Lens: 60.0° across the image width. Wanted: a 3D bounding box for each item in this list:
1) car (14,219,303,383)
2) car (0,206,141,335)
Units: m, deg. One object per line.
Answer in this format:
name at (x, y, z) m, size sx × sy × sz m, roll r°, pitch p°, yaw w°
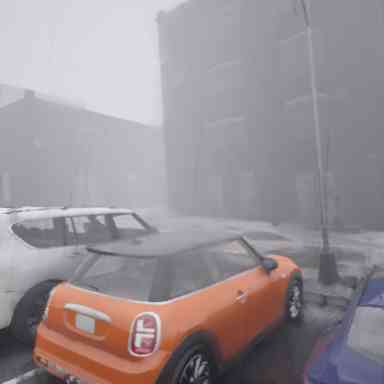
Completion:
car at (0.122, 1.387, 5.192) m, size 2.185 × 1.767 × 4.553 m, roll -1°, pitch 0°, yaw 35°
car at (-2.134, 1.294, 6.875) m, size 2.435 × 2.045 × 5.566 m, roll -1°, pitch 0°, yaw 35°
